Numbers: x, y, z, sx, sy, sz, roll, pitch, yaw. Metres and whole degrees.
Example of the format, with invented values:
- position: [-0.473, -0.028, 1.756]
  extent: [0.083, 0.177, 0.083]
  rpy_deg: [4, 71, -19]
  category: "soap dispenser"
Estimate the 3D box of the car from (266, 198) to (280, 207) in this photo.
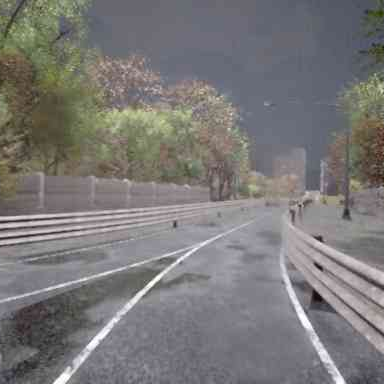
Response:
- position: [13.238, 1.679, 54.229]
  extent: [1.882, 1.535, 5.008]
  rpy_deg: [1, 0, 21]
  category: "car"

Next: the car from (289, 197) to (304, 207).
- position: [17.288, 1.759, 55.708]
  extent: [1.882, 1.535, 5.008]
  rpy_deg: [1, 0, 20]
  category: "car"

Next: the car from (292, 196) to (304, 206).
- position: [20.824, 1.703, 65.368]
  extent: [2.097, 1.767, 4.553]
  rpy_deg: [1, -1, 20]
  category: "car"
